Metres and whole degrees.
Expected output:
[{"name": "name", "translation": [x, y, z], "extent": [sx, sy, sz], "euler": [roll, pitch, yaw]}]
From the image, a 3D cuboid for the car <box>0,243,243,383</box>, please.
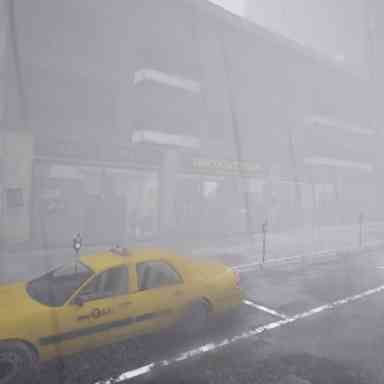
[{"name": "car", "translation": [-1.364, 1.527, 5.099], "extent": [4.829, 1.417, 1.752], "euler": [0, 2, -35]}]
